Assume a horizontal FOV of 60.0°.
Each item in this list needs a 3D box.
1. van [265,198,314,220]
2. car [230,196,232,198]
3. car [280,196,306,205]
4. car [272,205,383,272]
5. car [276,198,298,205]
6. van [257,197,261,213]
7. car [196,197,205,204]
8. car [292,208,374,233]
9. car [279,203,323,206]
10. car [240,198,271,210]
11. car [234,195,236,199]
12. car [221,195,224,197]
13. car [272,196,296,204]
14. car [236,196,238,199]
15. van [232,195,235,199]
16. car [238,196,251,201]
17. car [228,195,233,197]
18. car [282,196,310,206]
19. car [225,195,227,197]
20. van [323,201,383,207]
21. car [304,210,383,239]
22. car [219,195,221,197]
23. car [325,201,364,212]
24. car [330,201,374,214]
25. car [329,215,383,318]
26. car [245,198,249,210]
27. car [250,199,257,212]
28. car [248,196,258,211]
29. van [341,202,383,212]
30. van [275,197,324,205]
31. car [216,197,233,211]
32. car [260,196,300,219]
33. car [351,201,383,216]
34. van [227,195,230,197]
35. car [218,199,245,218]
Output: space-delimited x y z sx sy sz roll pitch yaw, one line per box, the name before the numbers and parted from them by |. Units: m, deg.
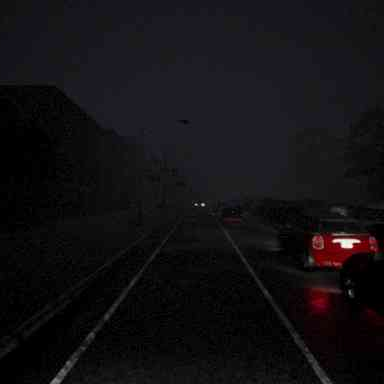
van | 9.817 1.702 33.800 4.442 1.987 1.878 1 0 1
car | 10.405 2.019 64.630 5.008 1.535 2.097 1 0 1
car | 23.789 2.052 78.565 5.566 2.045 2.435 1 0 1
car | 4.441 1.539 11.564 2.097 1.767 4.553 1 0 1
car | 23.936 2.327 84.130 5.008 1.535 2.097 1 0 1
van | 9.882 1.710 36.603 4.442 1.987 1.878 1 0 1
car | 1.770 1.921 75.233 1.837 1.490 4.892 1 0 1
car | 9.434 1.917 22.589 4.674 1.452 2.002 1 0 1
car | 9.509 1.894 25.392 4.892 1.521 2.231 1 0 1
car | 10.122 1.859 53.421 4.553 1.767 2.185 1 0 1
car | 10.314 1.877 59.025 4.553 1.767 2.185 1 0 1
car | 10.988 2.115 89.845 4.892 1.521 2.231 1 0 1
car | 23.983 2.088 86.918 5.566 2.045 2.435 1 0 1
car | 10.062 1.725 50.619 5.566 2.045 2.435 1 0 1
van | 10.233 1.783 61.831 4.442 1.987 1.878 1 0 1
car | 9.997 1.716 47.816 5.566 2.045 2.435 1 0 1
car | 10.510 2.066 70.236 4.792 1.488 2.163 1 0 1
car | 23.728 2.044 75.903 5.566 2.045 2.435 1 0 1
car | 10.919 2.063 78.638 5.366 1.575 1.946 1 0 1
van | 9.429 1.609 16.979 4.442 1.987 1.878 1 0 1
car | 9.402 1.888 19.781 4.792 1.488 2.163 1 0 1
car | 11.091 1.881 92.652 5.566 2.045 2.435 1 0 1
car | 23.174 2.220 50.685 4.892 1.521 2.231 1 0 1
car | 22.919 2.204 47.914 5.366 1.575 1.946 1 0 1
car | 4.294 1.484 5.558 2.097 1.767 4.553 1 -1 1
car | 9.953 1.999 45.012 4.674 1.452 2.002 1 0 1
car | 9.820 1.943 39.408 4.892 1.521 2.231 1 0 1
car | 9.925 1.826 42.209 4.553 1.767 2.185 1 0 1
van | 9.132 1.579 14.184 4.442 1.987 1.878 1 -1 1
van | 9.688 1.684 28.197 4.442 1.987 1.878 1 0 1
car | 4.322 1.888 46.577 1.837 1.490 4.892 1 0 2
car | 9.608 1.665 31.000 5.566 2.045 2.435 1 0 1
car | 23.009 2.068 42.361 4.553 1.767 2.185 1 0 1
van | 10.492 1.817 73.041 4.442 1.987 1.878 1 0 1
car | 4.076 1.810 35.132 1.882 1.535 5.008 1 0 2
